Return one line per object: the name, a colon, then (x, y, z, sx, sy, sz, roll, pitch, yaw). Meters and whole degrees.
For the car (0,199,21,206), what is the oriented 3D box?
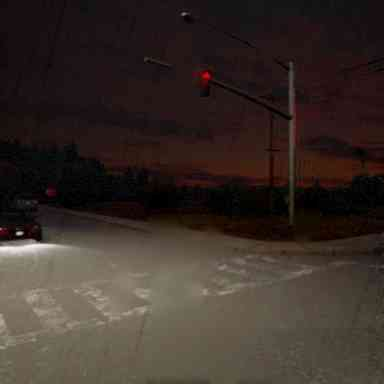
car: (-13.337, 1.510, 22.912, 1.837, 1.490, 4.892, 0, 0, -34)

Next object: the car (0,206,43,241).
car: (-8.419, 1.570, 15.740, 1.994, 1.385, 4.181, 0, 0, -34)

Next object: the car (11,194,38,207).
car: (-19.031, 1.216, 37.743, 2.150, 2.045, 5.566, 0, 0, -34)
